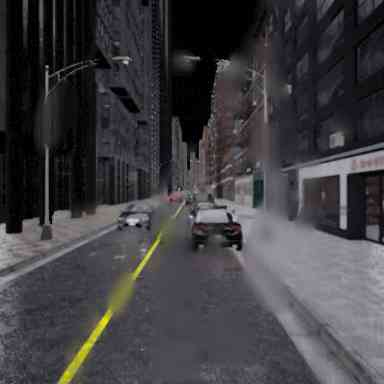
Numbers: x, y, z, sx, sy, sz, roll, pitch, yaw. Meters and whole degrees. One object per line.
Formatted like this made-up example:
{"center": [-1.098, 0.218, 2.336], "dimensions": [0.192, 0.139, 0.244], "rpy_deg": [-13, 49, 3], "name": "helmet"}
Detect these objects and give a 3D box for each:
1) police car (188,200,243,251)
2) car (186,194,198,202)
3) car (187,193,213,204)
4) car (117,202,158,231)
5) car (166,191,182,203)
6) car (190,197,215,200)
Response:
{"center": [0.902, 1.348, 13.863], "dimensions": [1.930, 1.638, 5.238], "rpy_deg": [0, 0, 0], "name": "police car"}
{"center": [0.013, 1.134, 65.599], "dimensions": [2.128, 1.511, 4.902], "rpy_deg": [0, 0, 0], "name": "car"}
{"center": [0.906, 1.061, 29.783], "dimensions": [2.150, 2.045, 5.566], "rpy_deg": [0, 0, 0], "name": "car"}
{"center": [-3.096, 1.382, 19.677], "dimensions": [2.128, 1.511, 4.902], "rpy_deg": [0, 0, 0], "name": "car"}
{"center": [-3.015, 0.886, 61.790], "dimensions": [2.150, 2.045, 5.566], "rpy_deg": [0, 0, 1], "name": "car"}
{"center": [0.904, 1.374, 23.754], "dimensions": [1.837, 1.490, 4.892], "rpy_deg": [0, 0, 0], "name": "car"}
